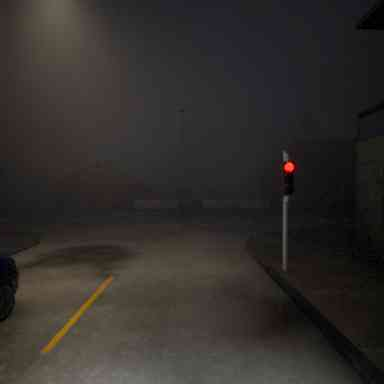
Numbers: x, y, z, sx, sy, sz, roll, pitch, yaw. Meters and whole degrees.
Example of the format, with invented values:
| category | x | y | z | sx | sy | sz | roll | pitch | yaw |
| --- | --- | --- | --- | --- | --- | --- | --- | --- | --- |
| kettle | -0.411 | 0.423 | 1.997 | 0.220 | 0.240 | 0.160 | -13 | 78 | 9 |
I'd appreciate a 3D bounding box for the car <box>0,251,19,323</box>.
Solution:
| category | x | y | z | sx | sy | sz | roll | pitch | yaw |
| --- | --- | --- | --- | --- | --- | --- | --- | --- | --- |
| car | -4.065 | 1.481 | 4.301 | 1.812 | 1.442 | 4.674 | 0 | 0 | 0 |
